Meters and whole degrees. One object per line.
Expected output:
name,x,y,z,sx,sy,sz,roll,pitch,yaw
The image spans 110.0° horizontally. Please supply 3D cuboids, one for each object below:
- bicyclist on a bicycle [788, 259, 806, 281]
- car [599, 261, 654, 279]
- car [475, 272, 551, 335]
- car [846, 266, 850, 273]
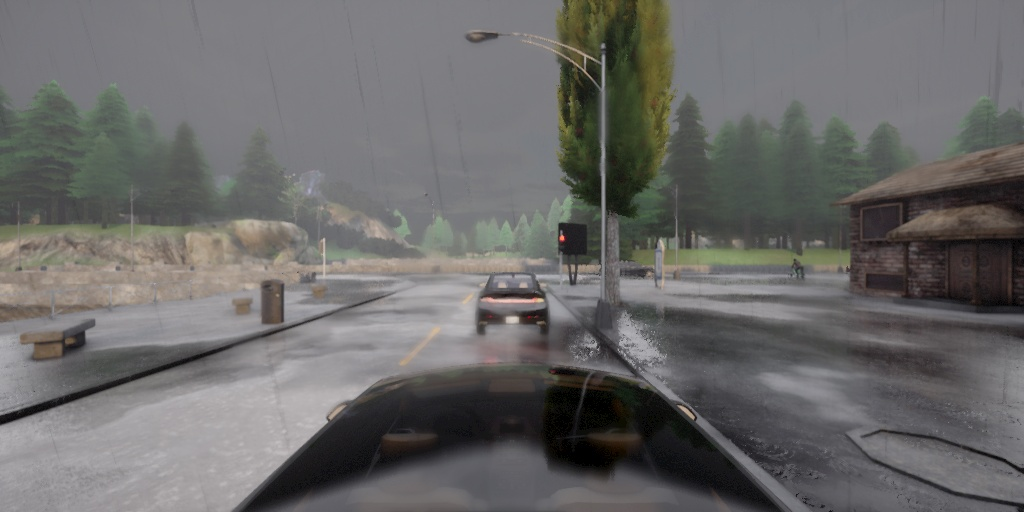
bicyclist on a bicycle,20.960,1.033,26.384,0.582,1.620,1.656,-1,0,0
car,10.007,1.182,30.755,4.892,1.490,1.837,0,-1,0
car,0.032,1.220,10.444,2.128,1.511,4.902,0,0,0
car,35.431,1.268,34.783,4.718,1.301,1.895,0,0,0
